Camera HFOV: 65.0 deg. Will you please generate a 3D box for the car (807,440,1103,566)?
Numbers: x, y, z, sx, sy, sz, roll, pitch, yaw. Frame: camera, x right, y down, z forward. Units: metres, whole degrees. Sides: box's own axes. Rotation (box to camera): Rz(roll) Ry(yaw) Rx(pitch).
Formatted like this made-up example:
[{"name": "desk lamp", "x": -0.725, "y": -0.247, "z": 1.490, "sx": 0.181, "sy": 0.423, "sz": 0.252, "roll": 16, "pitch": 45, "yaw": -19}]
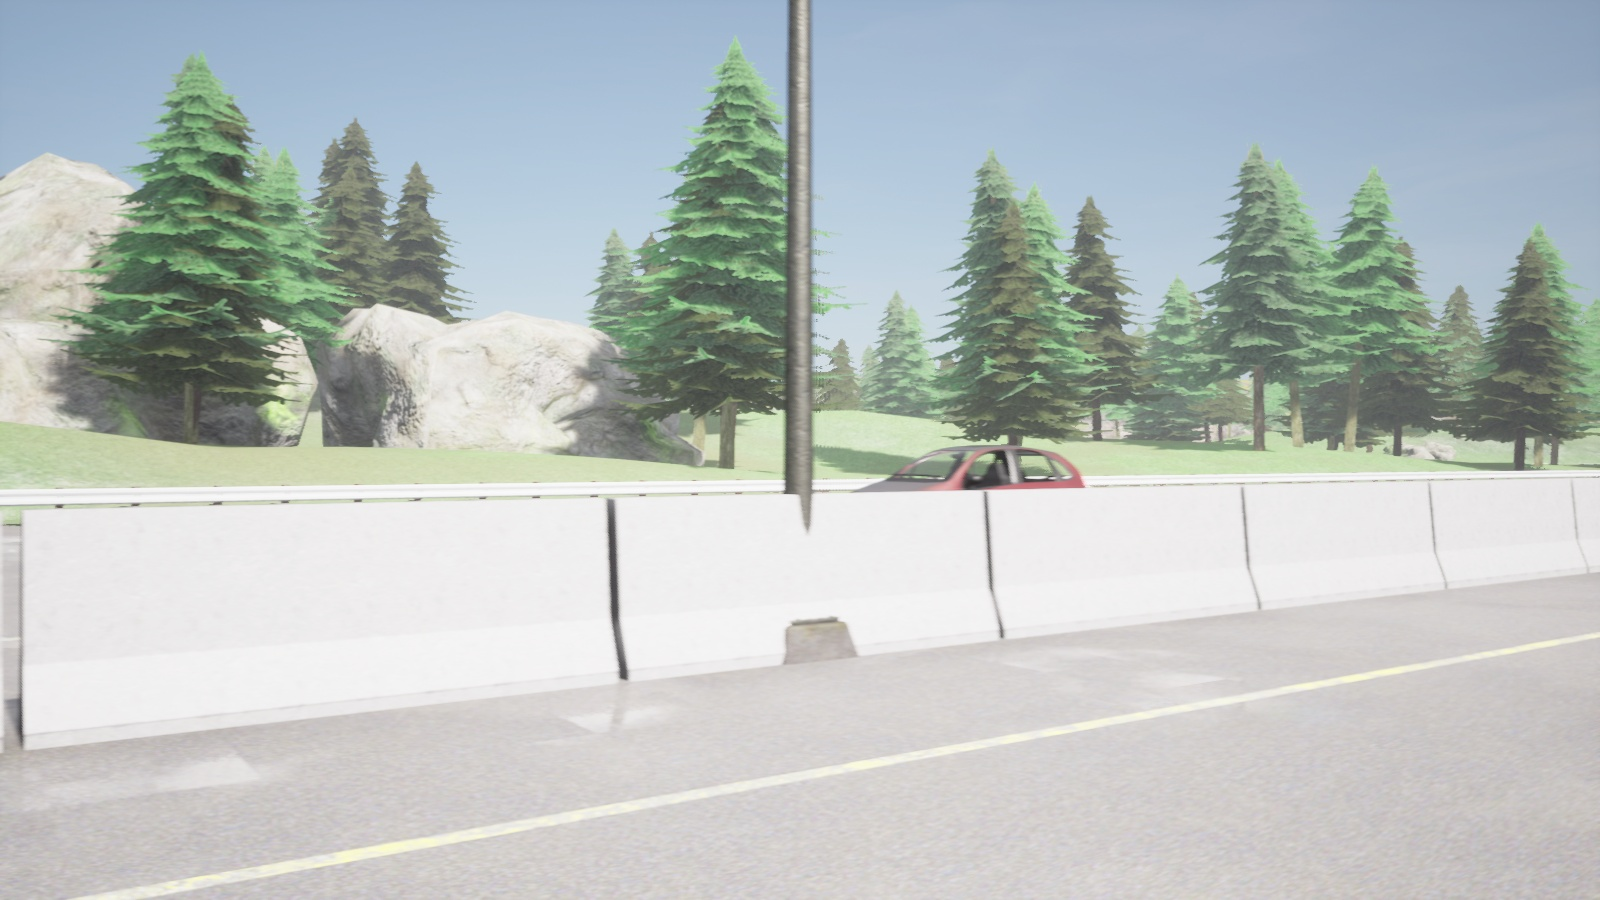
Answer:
[{"name": "car", "x": 2.268, "y": 0.682, "z": 18.031, "sx": 3.988, "sy": 1.617, "sz": 1.851, "roll": 0, "pitch": 0, "yaw": -35}]
